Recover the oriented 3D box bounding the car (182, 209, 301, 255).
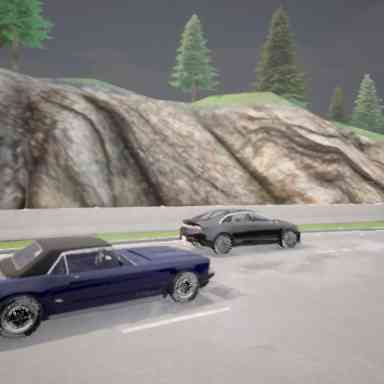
[{"bbox_3d":[1.913,1.399,12.586,4.902,1.511,2.128,0,0,-26],"label":"car"}]

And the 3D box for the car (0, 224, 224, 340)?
[{"bbox_3d":[-1.890,1.536,6.407,4.718,1.301,1.895,0,1,-32],"label":"car"}]
